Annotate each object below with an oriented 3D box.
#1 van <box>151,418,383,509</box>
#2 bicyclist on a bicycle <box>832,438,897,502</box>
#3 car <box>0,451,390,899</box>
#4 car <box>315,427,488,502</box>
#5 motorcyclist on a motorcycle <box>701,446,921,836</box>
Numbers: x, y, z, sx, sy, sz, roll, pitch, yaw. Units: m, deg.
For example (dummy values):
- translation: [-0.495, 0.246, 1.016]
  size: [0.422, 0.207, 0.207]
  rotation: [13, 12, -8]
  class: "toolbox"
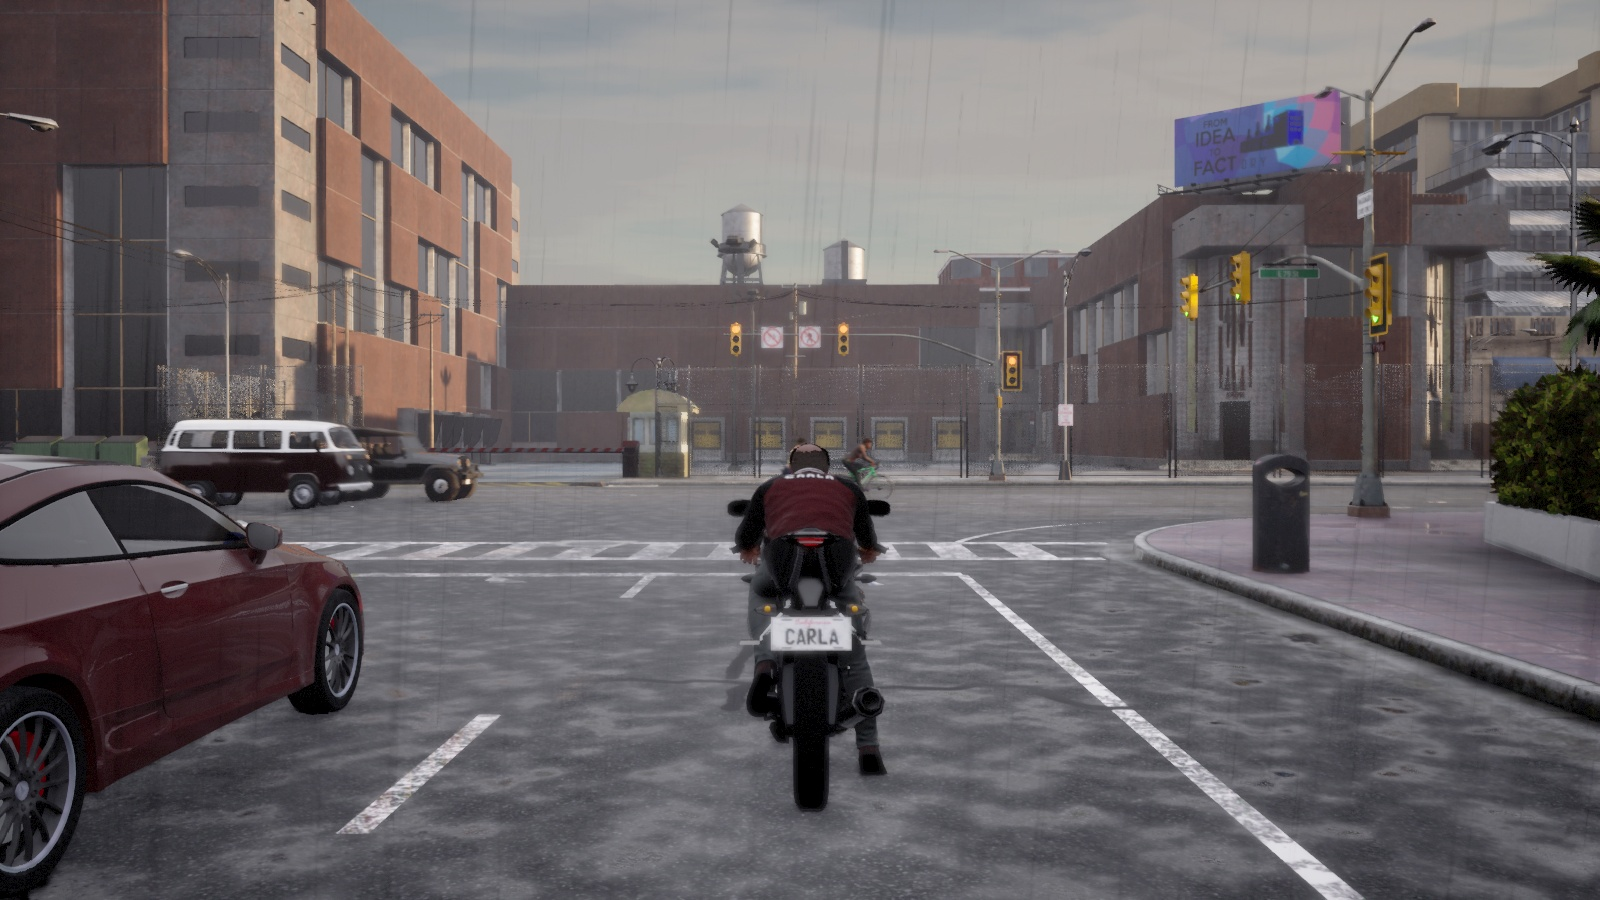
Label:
- translation: [-12.244, 0.296, 29.039]
  size: [4.480, 2.038, 2.069]
  rotation: [0, 0, 1]
  class: "van"
- translation: [1.654, 0.518, 32.354]
  size: [1.656, 1.620, 0.582]
  rotation: [0, 0, 1]
  class: "bicyclist on a bicycle"
- translation: [-3.445, 0.739, 5.441]
  size: [1.812, 1.442, 4.674]
  rotation: [0, 0, 0]
  class: "car"
- translation: [-10.243, 0.351, 32.514]
  size: [3.866, 1.878, 1.905]
  rotation: [0, 0, 1]
  class: "car"
- translation: [0.045, 0.747, 6.037]
  size: [0.866, 1.530, 2.191]
  rotation: [0, 0, 0]
  class: "motorcyclist on a motorcycle"
